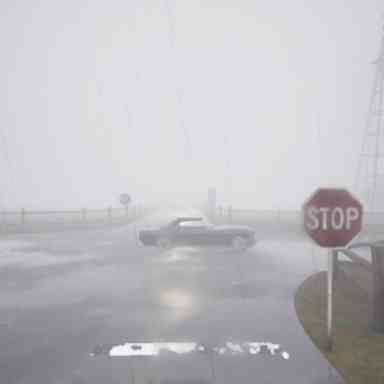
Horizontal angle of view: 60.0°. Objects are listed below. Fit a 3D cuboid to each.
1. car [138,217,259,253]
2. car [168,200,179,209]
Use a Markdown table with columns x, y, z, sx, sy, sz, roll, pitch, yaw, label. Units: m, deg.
| x | y | z | sx | sy | sz | roll | pitch | yaw | label |
| --- | --- | --- | --- | --- | --- | --- | --- | --- | --- |
| 0.282 | 1.710 | 13.683 | 4.718 | 1.301 | 1.895 | 0 | -1 | -1 | car |
| -3.623 | 2.433 | 65.509 | 2.097 | 1.767 | 4.553 | 0 | -2 | -1 | car |
